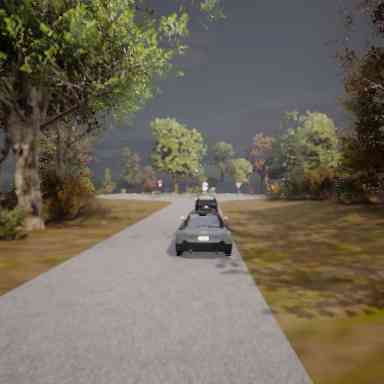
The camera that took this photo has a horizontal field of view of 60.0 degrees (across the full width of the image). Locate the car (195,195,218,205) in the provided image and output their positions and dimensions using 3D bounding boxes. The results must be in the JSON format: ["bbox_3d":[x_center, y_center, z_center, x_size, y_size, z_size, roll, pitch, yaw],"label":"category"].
[{"bbox_3d":[1.231,0.965,28.536,1.882,1.535,5.008,0,1,3],"label":"car"}]

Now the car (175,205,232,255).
[{"bbox_3d":[0.454,1.429,12.746,1.994,1.385,4.181,0,1,2],"label":"car"}]
